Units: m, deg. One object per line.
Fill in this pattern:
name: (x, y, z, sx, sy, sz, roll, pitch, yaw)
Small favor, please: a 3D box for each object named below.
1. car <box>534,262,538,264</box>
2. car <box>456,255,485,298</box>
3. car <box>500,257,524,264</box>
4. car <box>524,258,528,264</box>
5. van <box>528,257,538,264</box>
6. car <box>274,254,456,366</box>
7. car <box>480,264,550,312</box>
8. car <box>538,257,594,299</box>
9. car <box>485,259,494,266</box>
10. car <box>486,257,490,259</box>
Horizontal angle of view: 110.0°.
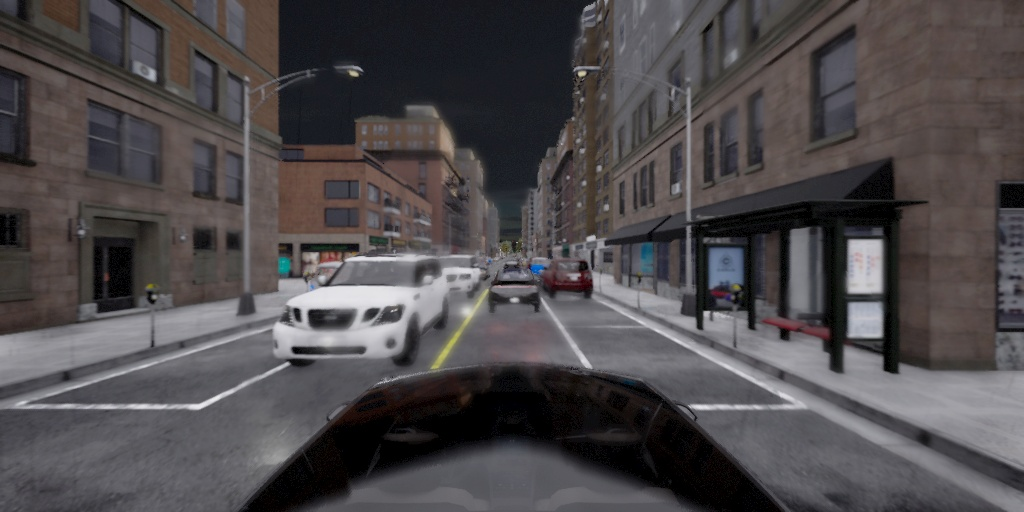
car: (2.698, 1.281, 23.399, 2.007, 1.370, 4.403, 0, 0, 0)
car: (-2.852, 0.953, 18.709, 2.150, 2.045, 5.566, 0, 0, 0)
car: (0.020, 1.189, 39.677, 1.882, 1.535, 5.008, 0, 0, 0)
car: (2.680, 1.028, 39.618, 2.192, 1.841, 5.009, 0, 0, 0)
van: (2.686, 1.060, 34.211, 1.690, 1.789, 3.998, 0, 0, 0)
car: (-2.852, 0.963, 8.285, 2.150, 2.045, 5.566, 0, 0, 0)
car: (0.098, 1.230, 14.125, 2.128, 1.511, 4.902, 0, 0, 0)
car: (2.704, 1.051, 17.992, 2.192, 1.841, 5.009, 0, 0, 0)
car: (-2.838, 1.212, 29.164, 2.128, 1.511, 4.902, 0, 0, 0)
car: (-5.403, 0.999, 61.240, 2.192, 1.841, 5.009, 0, 0, 0)
